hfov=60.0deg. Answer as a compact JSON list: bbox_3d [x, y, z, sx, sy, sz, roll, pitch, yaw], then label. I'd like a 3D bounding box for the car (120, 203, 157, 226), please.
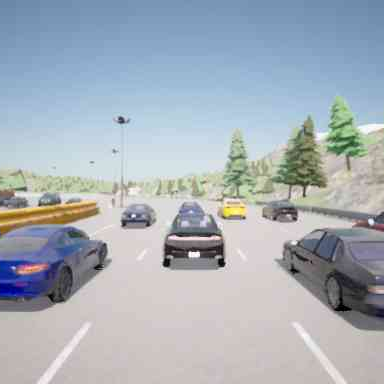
[{"bbox_3d":[-3.522,1.477,22.549,2.033,1.411,5.357,0,0,0],"label":"car"}]

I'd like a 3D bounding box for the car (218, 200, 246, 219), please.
[{"bbox_3d":[3.305,1.389,28.294,1.882,1.535,5.008,0,0,-2],"label":"car"}]

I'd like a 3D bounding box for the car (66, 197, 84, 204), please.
[{"bbox_3d":[-16.464,1.418,46.997,1.994,1.385,4.181,0,0,-10],"label":"car"}]

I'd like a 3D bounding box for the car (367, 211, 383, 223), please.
[{"bbox_3d":[7.073,1.317,10.966,2.097,1.767,4.553,0,0,0],"label":"car"}]

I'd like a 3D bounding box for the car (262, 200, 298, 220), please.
[{"bbox_3d":[6.872,1.424,26.379,1.837,1.490,4.892,0,1,-2],"label":"car"}]

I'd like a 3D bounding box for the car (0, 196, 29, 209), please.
[{"bbox_3d":[-23.034,1.367,43.849,1.837,1.490,4.892,0,1,-9],"label":"car"}]

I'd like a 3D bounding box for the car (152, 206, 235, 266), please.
[{"bbox_3d":[0.076,1.457,11.358,2.128,1.511,4.902,0,0,0],"label":"car"}]

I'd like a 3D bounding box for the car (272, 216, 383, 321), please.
[{"bbox_3d":[3.547,1.524,7.545,2.033,1.411,5.357,0,0,1],"label":"car"}]

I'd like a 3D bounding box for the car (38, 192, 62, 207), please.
[{"bbox_3d":[-19.999,1.077,47.098,2.150,2.045,5.566,0,0,-9],"label":"car"}]

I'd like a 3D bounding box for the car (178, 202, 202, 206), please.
[{"bbox_3d":[-0.151,1.480,27.141,1.994,1.385,4.181,0,0,-2],"label":"car"}]

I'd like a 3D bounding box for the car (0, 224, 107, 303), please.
[{"bbox_3d":[-3.449,1.500,8.015,1.812,1.442,4.674,0,0,1],"label":"car"}]
